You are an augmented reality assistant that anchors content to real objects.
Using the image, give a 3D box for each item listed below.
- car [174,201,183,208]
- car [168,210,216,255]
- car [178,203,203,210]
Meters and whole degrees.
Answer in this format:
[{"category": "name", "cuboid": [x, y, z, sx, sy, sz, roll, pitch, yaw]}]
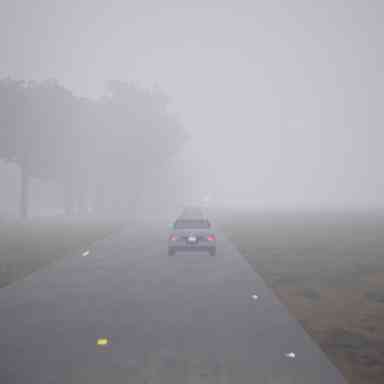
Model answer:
[{"category": "car", "cuboid": [-2.719, 2.643, 70.975, 1.812, 1.442, 4.674, 0, -1, 0]}, {"category": "car", "cuboid": [0.008, 1.705, 13.986, 2.033, 1.411, 5.357, 0, -1, 0]}, {"category": "car", "cuboid": [0.018, 1.948, 29.340, 1.994, 1.385, 4.181, 0, -1, 0]}]
